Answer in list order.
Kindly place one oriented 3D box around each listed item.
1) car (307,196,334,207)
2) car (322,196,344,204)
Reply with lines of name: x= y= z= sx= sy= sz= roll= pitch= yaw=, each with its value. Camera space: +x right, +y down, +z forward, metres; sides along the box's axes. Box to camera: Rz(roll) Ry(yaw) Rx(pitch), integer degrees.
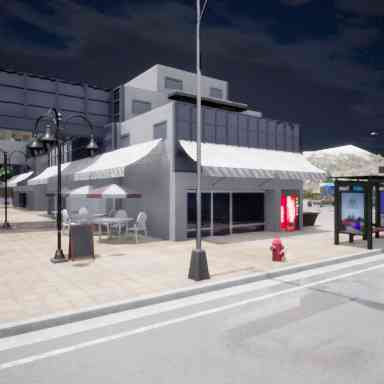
car: x=19.184 y=1.345 z=48.811 sx=5.027 sy=1.636 sz=2.152 roll=0 pitch=0 yaw=-36
car: x=28.470 y=1.490 z=66.923 sx=4.514 sy=1.523 sz=2.007 roll=0 pitch=0 yaw=-36
